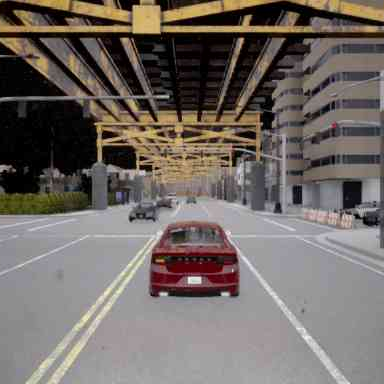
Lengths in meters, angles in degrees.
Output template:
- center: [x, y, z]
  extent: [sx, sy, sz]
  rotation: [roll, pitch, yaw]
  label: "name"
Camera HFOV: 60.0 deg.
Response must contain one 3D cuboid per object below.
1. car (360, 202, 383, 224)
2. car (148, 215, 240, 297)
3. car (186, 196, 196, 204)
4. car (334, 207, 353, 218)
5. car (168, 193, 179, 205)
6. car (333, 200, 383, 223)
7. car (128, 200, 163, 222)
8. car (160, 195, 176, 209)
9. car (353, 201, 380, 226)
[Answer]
- center: [13.265, 1.295, 21.333]
  extent: [4.536, 1.218, 1.853]
  rotation: [0, 0, -20]
  label: "car"
- center: [0.056, 1.478, 8.619]
  extent: [1.882, 1.535, 5.008]
  rotation: [0, 0, 0]
  label: "car"
- center: [-0.137, 1.547, 63.294]
  extent: [2.033, 1.411, 5.357]
  rotation: [0, 0, 0]
  label: "car"
- center: [13.581, 1.295, 25.453]
  extent: [4.536, 1.218, 1.853]
  rotation: [0, 0, 25]
  label: "car"
- center: [-3.645, 1.226, 61.510]
  extent: [2.150, 2.045, 5.566]
  rotation: [0, 0, 0]
  label: "car"
- center: [13.534, 1.453, 25.474]
  extent: [4.974, 1.542, 2.038]
  rotation: [0, 0, 25]
  label: "car"
- center: [-3.655, 1.564, 25.836]
  extent: [1.994, 1.385, 4.181]
  rotation: [0, 0, 0]
  label: "car"
- center: [-3.687, 1.548, 44.989]
  extent: [2.033, 1.411, 5.357]
  rotation: [0, 0, 0]
  label: "car"
- center: [13.216, 1.453, 21.315]
  extent: [4.974, 1.542, 2.038]
  rotation: [0, 0, -20]
  label: "car"
